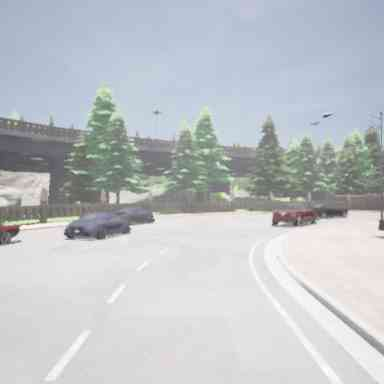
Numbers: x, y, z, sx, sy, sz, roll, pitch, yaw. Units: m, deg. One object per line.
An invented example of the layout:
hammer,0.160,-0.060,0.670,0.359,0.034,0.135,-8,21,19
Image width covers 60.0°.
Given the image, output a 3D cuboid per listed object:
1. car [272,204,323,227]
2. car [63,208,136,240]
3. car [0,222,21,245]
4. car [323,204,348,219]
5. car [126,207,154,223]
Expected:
car,8.211,1.701,26.329,2.097,1.767,4.553,-1,-1,43
car,-5.153,1.804,18.499,1.994,1.385,4.181,0,-1,18
car,-9.701,1.782,14.177,1.895,1.301,4.718,0,-1,11
car,13.981,1.936,34.494,5.008,1.535,1.882,0,-1,-26
car,-4.897,1.912,26.826,1.994,1.385,4.181,0,-1,31
